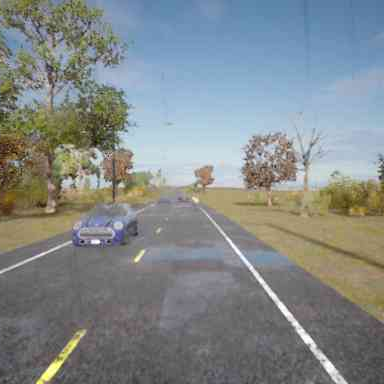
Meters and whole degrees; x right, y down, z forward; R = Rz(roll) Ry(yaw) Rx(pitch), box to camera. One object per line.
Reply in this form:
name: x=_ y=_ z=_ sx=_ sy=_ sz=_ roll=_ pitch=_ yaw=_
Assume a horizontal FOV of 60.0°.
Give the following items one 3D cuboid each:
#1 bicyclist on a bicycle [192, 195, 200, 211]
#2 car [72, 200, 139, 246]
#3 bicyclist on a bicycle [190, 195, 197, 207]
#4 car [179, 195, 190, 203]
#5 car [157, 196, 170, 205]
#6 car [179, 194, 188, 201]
bicyclist on a bicycle: x=0.510 y=1.304 z=36.051 sx=0.866 sy=1.612 sz=1.509 roll=0 pitch=0 yaw=-2
car: x=-3.685 y=1.299 z=14.884 sx=2.097 sy=1.767 sz=4.553 roll=0 pitch=0 yaw=-1
bicyclist on a bicycle: x=0.231 y=1.266 z=46.056 sx=0.866 sy=1.612 sz=1.509 roll=0 pitch=0 yaw=-2
car: x=-1.423 y=1.252 z=64.125 sx=2.128 sy=1.511 sz=4.902 roll=0 pitch=0 yaw=-2
car: x=-4.664 y=1.358 z=55.494 sx=1.994 sy=1.385 sz=4.181 roll=0 pitch=0 yaw=-2
car: x=-2.024 y=1.264 z=76.730 sx=1.994 sy=1.385 sz=4.181 roll=0 pitch=0 yaw=-3
